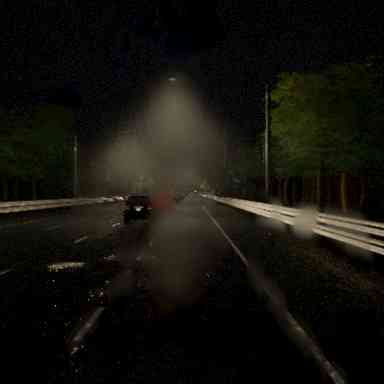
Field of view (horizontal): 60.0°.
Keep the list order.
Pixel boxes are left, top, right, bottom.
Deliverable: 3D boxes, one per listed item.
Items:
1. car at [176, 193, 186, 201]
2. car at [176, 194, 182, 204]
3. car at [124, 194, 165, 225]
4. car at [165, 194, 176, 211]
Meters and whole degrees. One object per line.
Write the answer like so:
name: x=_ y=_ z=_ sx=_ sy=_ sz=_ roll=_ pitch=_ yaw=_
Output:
car: x=-3.527 y=1.348 z=89.231 sx=2.150 sy=2.045 sz=5.566 roll=0 pitch=0 yaw=0
car: x=-3.519 y=1.586 z=67.494 sx=1.812 sy=1.442 sz=4.674 roll=0 pitch=0 yaw=0
car: x=-3.508 y=1.232 z=24.417 sx=2.150 sy=2.045 sz=5.566 roll=0 pitch=0 yaw=0
car: x=-3.515 y=1.246 z=41.569 sx=2.150 sy=2.045 sz=5.566 roll=0 pitch=0 yaw=0
